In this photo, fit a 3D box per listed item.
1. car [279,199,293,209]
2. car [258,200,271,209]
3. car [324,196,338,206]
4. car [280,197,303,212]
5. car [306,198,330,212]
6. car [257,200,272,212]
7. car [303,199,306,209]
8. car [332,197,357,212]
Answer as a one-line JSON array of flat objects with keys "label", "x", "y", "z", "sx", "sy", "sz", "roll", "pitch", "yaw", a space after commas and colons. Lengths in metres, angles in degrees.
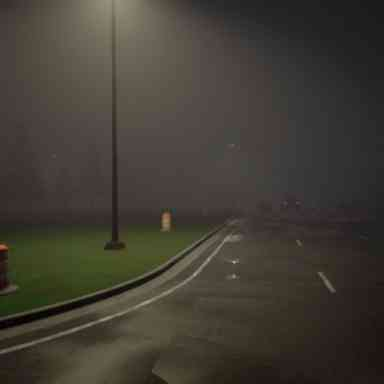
[{"label": "car", "x": 15.702, "y": 1.996, "z": 55.756, "sx": 1.882, "sy": 1.535, "sz": 5.008, "roll": -1, "pitch": -1, "yaw": 12}, {"label": "car", "x": 12.285, "y": 2.113, "z": 56.510, "sx": 2.033, "sy": 1.411, "sz": 5.357, "roll": -1, "pitch": -1, "yaw": 12}, {"label": "car", "x": 22.540, "y": 1.645, "z": 54.278, "sx": 2.150, "sy": 2.045, "sz": 5.566, "roll": -1, "pitch": -1, "yaw": 12}, {"label": "car", "x": 13.461, "y": 1.637, "z": 45.380, "sx": 2.150, "sy": 2.045, "sz": 5.566, "roll": -1, "pitch": -1, "yaw": 15}, {"label": "car", "x": 16.960, "y": 1.897, "z": 44.991, "sx": 1.812, "sy": 1.442, "sz": 4.674, "roll": -1, "pitch": -1, "yaw": 14}, {"label": "car", "x": 10.069, "y": 1.942, "z": 46.269, "sx": 1.882, "sy": 1.535, "sz": 5.008, "roll": -1, "pitch": -1, "yaw": 13}, {"label": "car", "x": 19.119, "y": 1.963, "z": 55.001, "sx": 2.128, "sy": 1.511, "sz": 4.902, "roll": -1, "pitch": -1, "yaw": 12}, {"label": "car", "x": 20.351, "y": 1.801, "z": 44.130, "sx": 1.882, "sy": 1.535, "sz": 5.008, "roll": -1, "pitch": -1, "yaw": 13}]
